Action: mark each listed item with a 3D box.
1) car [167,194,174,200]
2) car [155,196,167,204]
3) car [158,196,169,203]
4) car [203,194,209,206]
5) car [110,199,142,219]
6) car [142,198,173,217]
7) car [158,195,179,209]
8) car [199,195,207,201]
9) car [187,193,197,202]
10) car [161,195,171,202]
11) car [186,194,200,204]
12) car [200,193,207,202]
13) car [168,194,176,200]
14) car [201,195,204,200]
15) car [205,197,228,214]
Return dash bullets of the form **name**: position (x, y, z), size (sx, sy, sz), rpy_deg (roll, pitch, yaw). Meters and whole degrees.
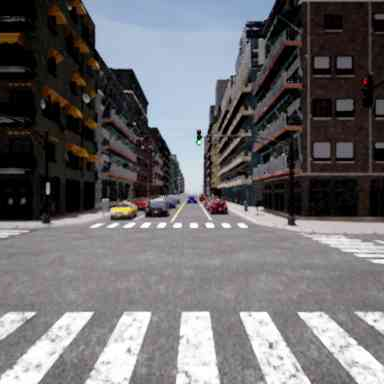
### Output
- **car**: position (-5.707, 1.393, 88.991), size (1.752, 1.417, 4.829), rpy_deg (1, 0, 0)
- **car**: position (-5.700, 1.429, 61.375), size (1.752, 1.417, 4.829), rpy_deg (1, 0, 0)
- **car**: position (-5.702, 1.447, 67.069), size (2.008, 1.369, 4.403), rpy_deg (1, 0, 0)
- **car**: position (2.688, 1.377, 39.439), size (1.967, 1.590, 4.097), rpy_deg (1, 0, 0)
- **car**: position (-5.690, 1.479, 28.234), size (1.752, 1.417, 4.829), rpy_deg (1, 0, 0)
- **car**: position (-3.099, 1.514, 30.378), size (1.994, 1.385, 4.181), rpy_deg (0, 0, 0)
- **car**: position (-3.095, 1.492, 43.480), size (1.994, 1.385, 4.181), rpy_deg (0, 0, 0)
- **car**: position (2.675, 1.440, 83.627), size (1.947, 1.339, 4.313), rpy_deg (1, 0, 0)
- **car**: position (-0.019, 1.178, 70.152), size (2.097, 1.767, 4.553), rpy_deg (0, 0, 0)
- **car**: position (-5.703, 1.433, 72.592), size (1.887, 1.381, 4.507), rpy_deg (1, 0, 0)
- **car**: position (-0.016, 1.432, 60.176), size (1.812, 1.442, 4.674), rpy_deg (0, 0, 0)
- **car**: position (2.680, 1.204, 72.581), size (2.192, 1.841, 5.009), rpy_deg (1, 0, 0)
- **car**: position (-5.709, 1.411, 94.685), size (2.008, 1.369, 4.403), rpy_deg (1, 0, 0)
- **car**: position (2.683, 1.502, 50.486), size (1.802, 1.307, 4.206), rpy_deg (1, 0, 0)
- **car**: position (2.688, 1.490, 33.916), size (1.887, 1.381, 4.507), rpy_deg (1, 0, 0)
